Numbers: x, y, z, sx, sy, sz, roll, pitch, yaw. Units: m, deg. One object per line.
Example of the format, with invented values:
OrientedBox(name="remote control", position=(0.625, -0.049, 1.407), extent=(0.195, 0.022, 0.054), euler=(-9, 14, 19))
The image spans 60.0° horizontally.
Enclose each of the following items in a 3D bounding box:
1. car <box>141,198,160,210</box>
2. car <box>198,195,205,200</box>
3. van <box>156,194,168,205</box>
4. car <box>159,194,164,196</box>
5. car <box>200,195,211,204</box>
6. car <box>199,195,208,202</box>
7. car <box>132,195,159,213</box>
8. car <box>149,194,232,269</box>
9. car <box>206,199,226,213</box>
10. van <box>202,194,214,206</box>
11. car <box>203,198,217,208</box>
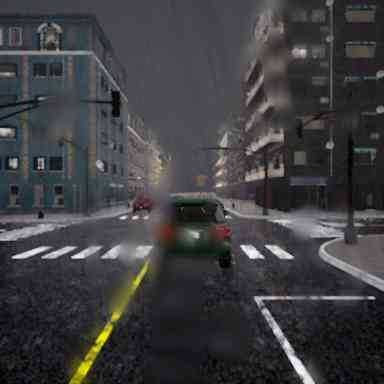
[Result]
OrientedBox(name="car", position=(-5.308, 1.525, 42.679), extent=(1.887, 1.381, 4.507), euler=(0, 0, 0))
OrientedBox(name="car", position=(2.579, 1.477, 92.647), extent=(1.887, 1.381, 4.507), euler=(0, 0, 0))
OrientedBox(name="van", position=(-5.306, 1.308, 59.335), extent=(1.690, 1.788, 3.998), euler=(0, 0, 0))
OrientedBox(name="car", position=(-5.307, 1.516, 53.783), extent=(1.887, 1.381, 4.507), euler=(0, 0, 0))
OrientedBox(name="car", position=(2.575, 1.402, 64.886), extent=(1.967, 1.590, 4.097), euler=(0, 0, 0))
OrientedBox(name="car", position=(2.577, 1.502, 75.991), extent=(2.008, 1.369, 4.403), euler=(0, 0, 0))
OrientedBox(name="car", position=(-5.309, 1.299, 37.127), extent=(2.192, 1.841, 5.009), euler=(0, 0, 0))
OrientedBox(name="car", position=(0.064, 1.218, 11.320), extent=(2.150, 2.045, 5.566), euler=(0, 0, 0))
OrientedBox(name="car", position=(2.571, 1.551, 37.127), extent=(1.947, 1.339, 4.313), euler=(0, 0, 0))
OrientedBox(name="van", position=(2.574, 1.313, 53.783), extent=(1.690, 1.788, 3.998), euler=(0, 0, 0))
OrientedBox(name="car", position=(2.573, 1.559, 48.231), extent=(1.802, 1.307, 4.206), euler=(0, 0, 0))
